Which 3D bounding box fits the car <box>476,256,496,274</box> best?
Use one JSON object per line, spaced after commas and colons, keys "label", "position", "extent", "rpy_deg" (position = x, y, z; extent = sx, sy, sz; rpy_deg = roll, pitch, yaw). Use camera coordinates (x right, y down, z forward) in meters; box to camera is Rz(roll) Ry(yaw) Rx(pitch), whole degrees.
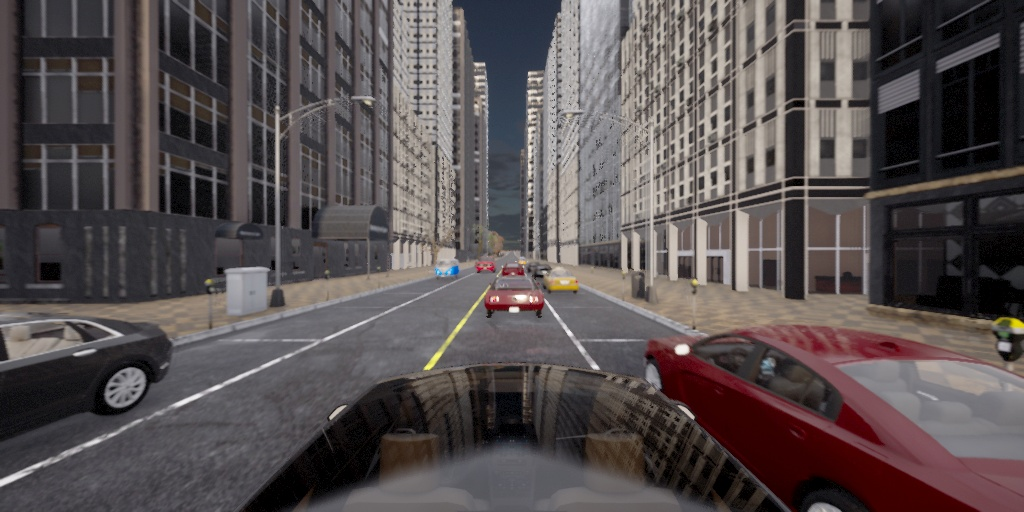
{"label": "car", "position": [-3.097, 1.034, 43.884], "extent": [2.150, 2.045, 5.566], "rpy_deg": [0, 0, 0]}

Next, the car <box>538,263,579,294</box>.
{"label": "car", "position": [2.689, 1.310, 20.560], "extent": [1.751, 1.417, 4.829], "rpy_deg": [0, 0, 0]}

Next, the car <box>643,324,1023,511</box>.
{"label": "car", "position": [2.690, 1.299, 3.294], "extent": [1.888, 1.381, 4.507], "rpy_deg": [0, 0, 0]}

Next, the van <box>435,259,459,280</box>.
{"label": "van", "position": [-5.693, 1.142, 31.790], "extent": [1.690, 1.789, 3.998], "rpy_deg": [0, 0, 0]}

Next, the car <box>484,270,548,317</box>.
{"label": "car", "position": [0.082, 1.373, 13.272], "extent": [1.895, 1.301, 4.718], "rpy_deg": [0, 0, 0]}

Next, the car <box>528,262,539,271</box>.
{"label": "car", "position": [2.688, 1.367, 31.787], "extent": [1.948, 1.339, 4.313], "rpy_deg": [0, 0, 0]}

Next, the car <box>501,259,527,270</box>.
{"label": "car", "position": [0.087, 1.278, 31.448], "extent": [1.882, 1.535, 5.008], "rpy_deg": [0, 0, 0]}

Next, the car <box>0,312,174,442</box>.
{"label": "car", "position": [-5.690, 1.304, 3.296], "extent": [2.007, 1.370, 4.403], "rpy_deg": [0, 0, 0]}
